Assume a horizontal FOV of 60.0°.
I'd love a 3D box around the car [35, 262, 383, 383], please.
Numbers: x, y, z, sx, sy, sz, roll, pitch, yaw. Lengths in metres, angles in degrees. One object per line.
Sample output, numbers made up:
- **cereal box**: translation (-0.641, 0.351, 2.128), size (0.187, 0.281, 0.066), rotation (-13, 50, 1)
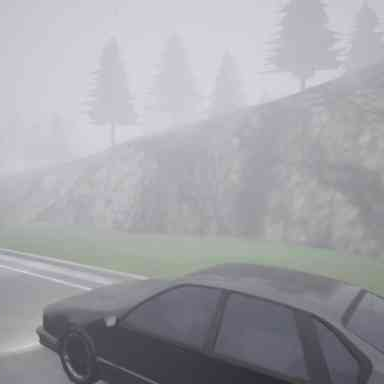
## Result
- **car**: translation (0.519, 1.554, 3.628), size (5.357, 1.411, 2.033), rotation (0, 0, 36)
